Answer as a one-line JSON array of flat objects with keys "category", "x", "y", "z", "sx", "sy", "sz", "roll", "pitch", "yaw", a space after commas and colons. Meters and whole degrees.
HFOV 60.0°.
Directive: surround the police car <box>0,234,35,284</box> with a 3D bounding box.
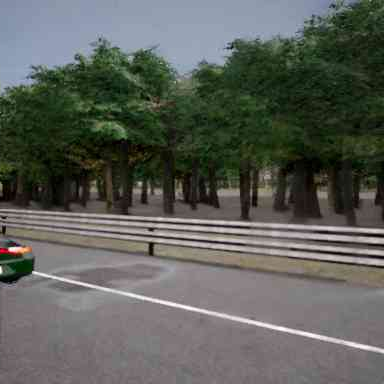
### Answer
[{"category": "police car", "x": -6.250, "y": 1.522, "z": 8.499, "sx": 4.974, "sy": 1.542, "sz": 2.038, "roll": 0, "pitch": 0, "yaw": 34}]
